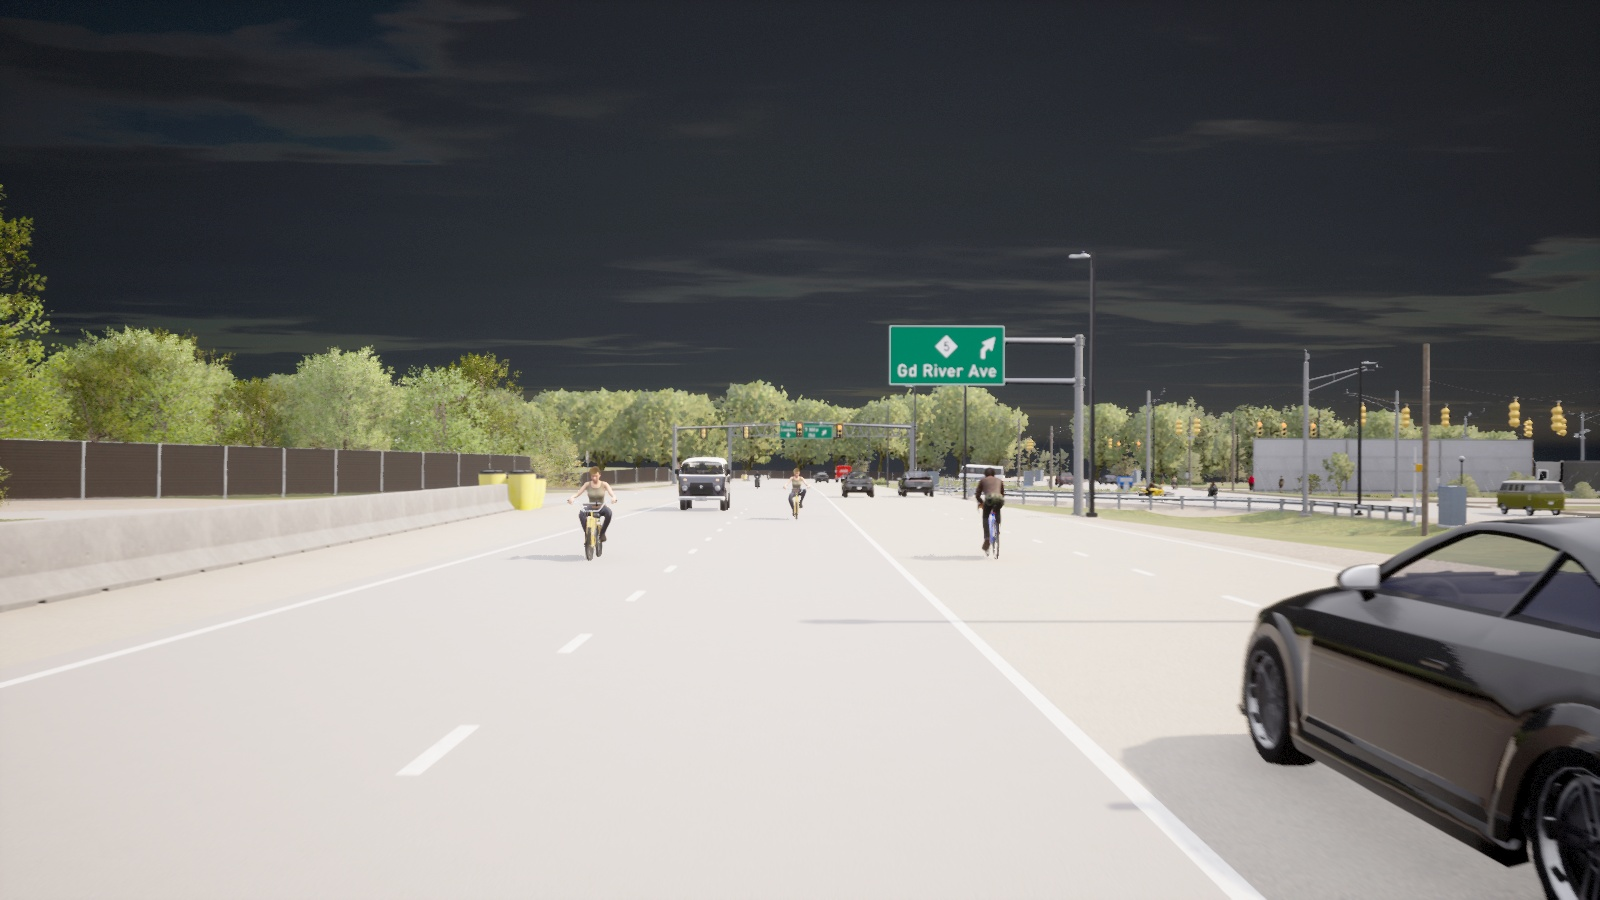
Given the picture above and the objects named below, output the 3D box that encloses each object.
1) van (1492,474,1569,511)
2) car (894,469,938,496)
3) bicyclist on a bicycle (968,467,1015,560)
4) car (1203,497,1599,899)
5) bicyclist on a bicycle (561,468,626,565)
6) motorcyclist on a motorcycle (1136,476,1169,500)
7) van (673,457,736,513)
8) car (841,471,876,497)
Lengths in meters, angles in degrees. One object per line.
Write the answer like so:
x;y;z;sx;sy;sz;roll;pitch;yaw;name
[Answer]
41.498;2.379;71.458;1.775;1.987;4.442;0;-1;0;van
6.828;1.909;74.351;2.128;1.511;4.902;0;-1;0;car
3.447;1.117;22.703;0.582;1.620;1.656;0;-1;0;bicyclist on a bicycle
3.487;0.953;5.626;1.994;1.385;4.181;0;-1;0;car
-3.550;1.115;21.719;0.866;1.612;1.509;0;-1;0;bicyclist on a bicycle
24.189;2.614;86.181;2.044;1.523;0.797;-2;0;-3;motorcyclist on a motorcycle
-3.613;1.312;48.132;2.069;2.038;4.480;0;-1;0;van
3.332;1.954;72.653;1.816;1.474;4.193;0;-1;0;car
